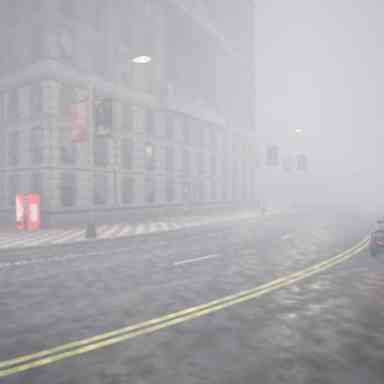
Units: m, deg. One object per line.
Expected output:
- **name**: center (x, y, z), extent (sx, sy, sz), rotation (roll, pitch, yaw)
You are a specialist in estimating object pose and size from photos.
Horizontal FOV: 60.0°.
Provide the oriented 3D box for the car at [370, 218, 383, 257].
- **car**: center (7.668, 1.492, 11.927), extent (1.812, 1.442, 4.674), rotation (0, 0, 37)
